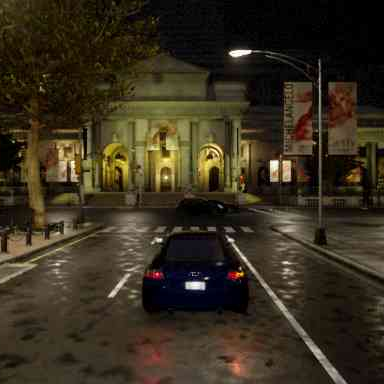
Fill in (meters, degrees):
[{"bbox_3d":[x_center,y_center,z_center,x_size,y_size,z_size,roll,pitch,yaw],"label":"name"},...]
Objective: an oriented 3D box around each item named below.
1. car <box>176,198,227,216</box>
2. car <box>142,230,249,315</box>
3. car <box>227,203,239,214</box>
[{"bbox_3d":[0.738,1.351,31.590,4.553,1.767,2.097,0,0,0],"label":"car"},{"bbox_3d":[0.073,1.564,7.676,1.994,1.385,4.181,0,0,0],"label":"car"},{"bbox_3d":[2.492,1.504,35.081,4.892,1.490,1.837,0,0,0],"label":"car"}]
